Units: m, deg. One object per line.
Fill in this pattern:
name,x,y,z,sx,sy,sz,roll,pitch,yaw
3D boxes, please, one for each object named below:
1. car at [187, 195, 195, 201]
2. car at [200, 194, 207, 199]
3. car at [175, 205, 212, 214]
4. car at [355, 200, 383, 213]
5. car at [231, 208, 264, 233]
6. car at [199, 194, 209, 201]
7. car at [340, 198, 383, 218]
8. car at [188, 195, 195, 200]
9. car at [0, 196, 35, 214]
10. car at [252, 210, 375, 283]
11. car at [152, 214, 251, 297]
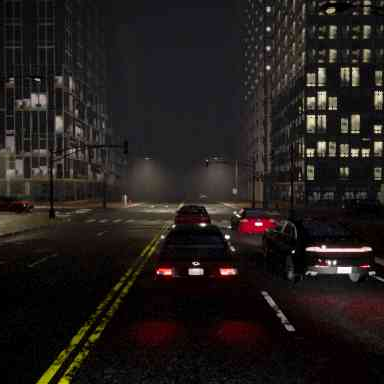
car,-0.172,1.519,82.767,1.895,1.301,4.718,0,0,0
car,3.060,1.266,91.397,1.812,1.442,4.674,0,0,0
car,0.066,1.468,18.576,1.882,1.535,5.008,0,0,1
car,21.730,1.642,38.515,4.829,1.417,1.752,1,0,1
car,3.311,1.554,18.470,1.994,1.385,4.181,0,0,0
car,3.081,1.513,81.425,1.895,1.301,4.718,0,0,0
car,16.139,1.519,30.217,5.009,1.841,2.192,1,0,1
car,-0.193,1.460,92.857,1.994,1.385,4.181,0,0,0
car,-18.277,1.207,33.292,4.553,1.767,2.097,1,1,1
car,3.329,1.487,9.669,2.128,1.511,4.902,0,0,0
car,0.083,1.544,8.755,2.033,1.411,5.357,0,0,0
